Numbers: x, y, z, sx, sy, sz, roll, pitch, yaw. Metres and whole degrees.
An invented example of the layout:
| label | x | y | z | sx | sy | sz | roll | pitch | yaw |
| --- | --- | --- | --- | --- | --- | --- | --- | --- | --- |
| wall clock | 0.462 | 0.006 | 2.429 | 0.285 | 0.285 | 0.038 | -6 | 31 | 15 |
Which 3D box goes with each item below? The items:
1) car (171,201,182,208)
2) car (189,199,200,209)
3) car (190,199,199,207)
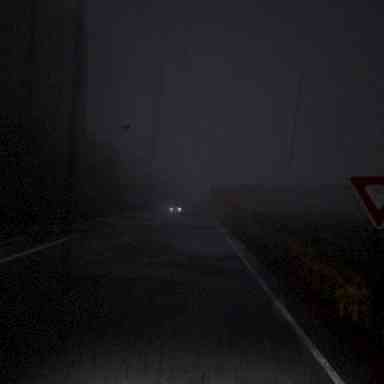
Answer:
| label | x | y | z | sx | sy | sz | roll | pitch | yaw |
| --- | --- | --- | --- | --- | --- | --- | --- | --- | --- |
| car | -3.026 | 2.323 | 64.205 | 1.895 | 1.301 | 4.718 | 0 | -1 | 0 |
| car | 0.426 | 2.194 | 57.822 | 2.033 | 1.411 | 5.357 | 0 | -1 | 0 |
| car | 0.510 | 2.286 | 69.139 | 1.812 | 1.442 | 4.674 | 0 | -1 | 0 |
